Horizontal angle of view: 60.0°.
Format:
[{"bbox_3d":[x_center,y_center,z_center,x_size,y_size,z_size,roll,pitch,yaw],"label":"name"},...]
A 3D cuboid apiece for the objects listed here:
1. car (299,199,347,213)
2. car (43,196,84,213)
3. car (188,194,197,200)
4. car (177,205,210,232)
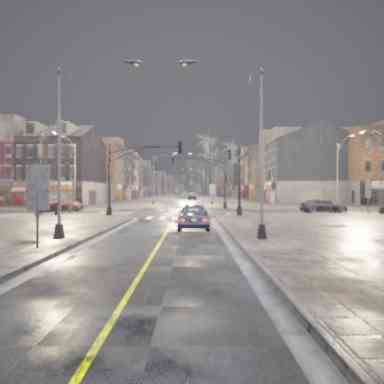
[{"bbox_3d":[12.366,1.354,31.459,4.313,1.339,1.947,0,0,0],"label":"car"},{"bbox_3d":[-13.458,1.218,34.068,4.553,1.767,2.097,0,0,-1],"label":"car"},{"bbox_3d":[0.033,1.129,76.279,1.882,1.535,5.008,0,0,0],"label":"car"},{"bbox_3d":[0.091,1.445,19.347,2.033,1.411,5.357,0,0,0],"label":"car"}]
